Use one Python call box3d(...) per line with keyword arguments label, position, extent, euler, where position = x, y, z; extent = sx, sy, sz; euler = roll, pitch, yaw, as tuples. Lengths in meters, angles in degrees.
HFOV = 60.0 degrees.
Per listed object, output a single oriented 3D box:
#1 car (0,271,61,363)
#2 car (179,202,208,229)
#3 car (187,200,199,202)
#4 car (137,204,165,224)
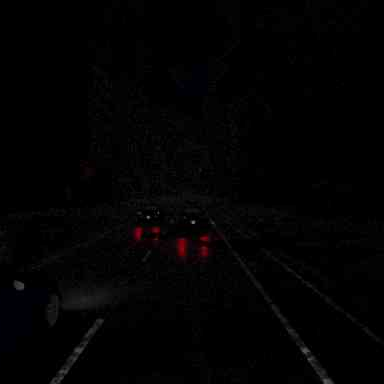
box3d(label="car", position=(-3.153, 1.545, 3.824), extent=(1.812, 1.442, 4.674), euler=(0, 0, 0))
box3d(label="car", position=(0.094, 1.648, 22.406), extent=(1.812, 1.442, 4.674), euler=(0, 0, 0))
box3d(label="car", position=(0.089, 1.709, 40.135), extent=(2.128, 1.511, 4.902), euler=(0, 0, 0))
box3d(label="car", position=(-3.157, 1.671, 26.363), extent=(1.812, 1.442, 4.674), euler=(0, 0, 0))
